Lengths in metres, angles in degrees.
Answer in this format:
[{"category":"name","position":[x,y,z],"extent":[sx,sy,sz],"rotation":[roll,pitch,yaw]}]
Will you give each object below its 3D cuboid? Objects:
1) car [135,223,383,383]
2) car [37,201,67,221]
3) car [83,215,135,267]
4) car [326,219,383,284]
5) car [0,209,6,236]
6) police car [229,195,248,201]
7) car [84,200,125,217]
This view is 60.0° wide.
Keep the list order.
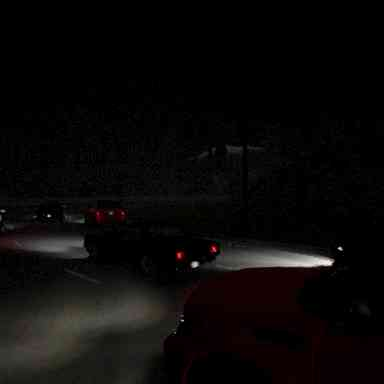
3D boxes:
[{"category":"car","position":[2.354,1.215,2.425],"extent":[5.566,2.045,2.150],"rotation":[-1,-1,37]},{"category":"car","position":[-11.566,1.540,27.438],"extent":[1.837,1.490,4.892],"rotation":[-1,0,-18]},{"category":"car","position":[-1.477,1.611,10.293],"extent":[1.895,1.301,4.718],"rotation":[0,0,-45]},{"category":"car","position":[5.901,1.565,8.545],"extent":[4.181,1.385,1.994],"rotation":[0,0,37]},{"category":"car","position":[-11.426,1.381,18.239],"extent":[2.097,1.767,4.553],"rotation":[0,0,-30]},{"category":"police car","position":[12.176,1.488,87.131],"extent":[5.238,1.638,1.930],"rotation":[0,0,-20]},{"category":"car","position":[-6.134,1.381,23.125],"extent":[2.097,1.767,4.553],"rotation":[0,0,-27]}]
